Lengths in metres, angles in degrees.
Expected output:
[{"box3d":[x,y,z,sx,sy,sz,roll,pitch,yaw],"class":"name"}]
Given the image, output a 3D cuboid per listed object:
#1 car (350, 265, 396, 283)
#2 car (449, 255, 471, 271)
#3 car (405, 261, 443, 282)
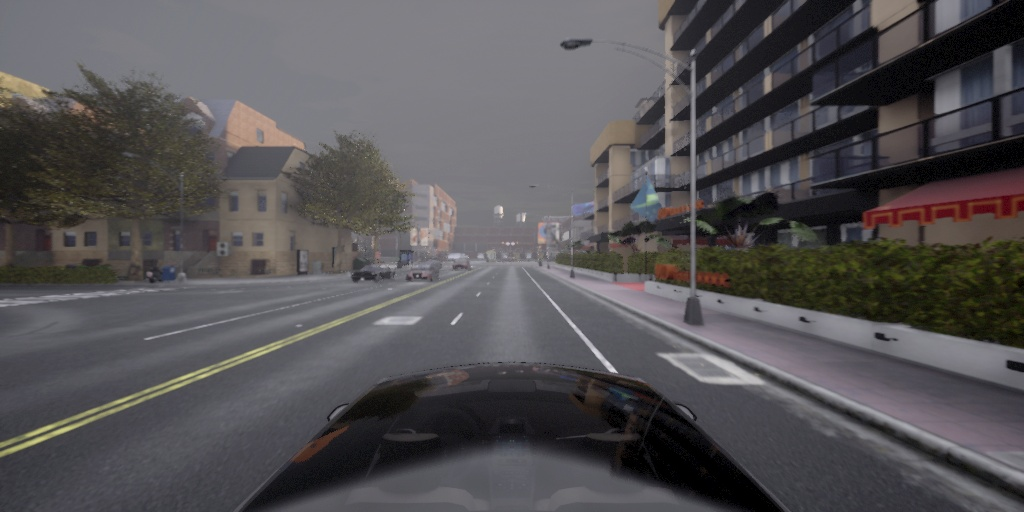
[{"box3d":[-10.576,1.342,27.573,1.895,1.301,4.718,0,0,0],"class":"car"},{"box3d":[-7.014,1.095,50.189,2.097,1.767,4.553,0,0,1],"class":"car"},{"box3d":[-7.073,1.307,28.779,1.994,1.385,4.181,0,0,0],"class":"car"}]
